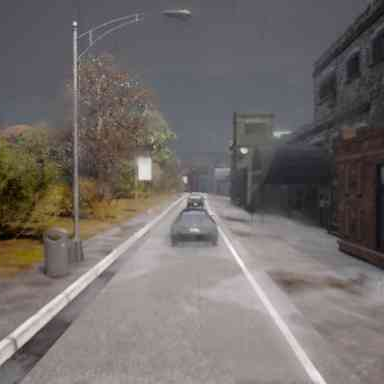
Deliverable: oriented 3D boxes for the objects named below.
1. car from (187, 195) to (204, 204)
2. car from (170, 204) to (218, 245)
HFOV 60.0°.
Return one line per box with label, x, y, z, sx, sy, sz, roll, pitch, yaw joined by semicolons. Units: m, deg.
car;0.385;0.998;35.859;1.812;1.442;4.674;0;2;1
car;0.107;1.437;14.915;1.994;1.385;4.181;0;1;0
